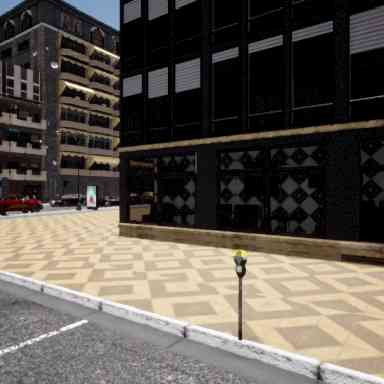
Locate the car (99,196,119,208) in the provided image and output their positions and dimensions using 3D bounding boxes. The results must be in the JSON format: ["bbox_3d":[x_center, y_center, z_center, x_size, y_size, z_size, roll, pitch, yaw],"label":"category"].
[{"bbox_3d":[-9.197,1.073,37.857,1.947,1.339,4.313,1,2,35],"label":"car"}]

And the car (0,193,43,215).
[{"bbox_3d":[-15.571,1.029,28.771,2.192,1.841,5.009,1,2,35],"label":"car"}]

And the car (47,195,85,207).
[{"bbox_3d":[-16.091,1.075,42.621,1.802,1.307,4.206,1,2,35],"label":"car"}]

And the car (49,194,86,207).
[{"bbox_3d":[-14.584,1.008,40.282,2.128,1.511,4.902,0,1,35],"label":"car"}]

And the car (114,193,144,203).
[{"bbox_3d":[-9.718,0.834,51.698,2.008,1.369,4.403,2,2,35],"label":"car"}]
